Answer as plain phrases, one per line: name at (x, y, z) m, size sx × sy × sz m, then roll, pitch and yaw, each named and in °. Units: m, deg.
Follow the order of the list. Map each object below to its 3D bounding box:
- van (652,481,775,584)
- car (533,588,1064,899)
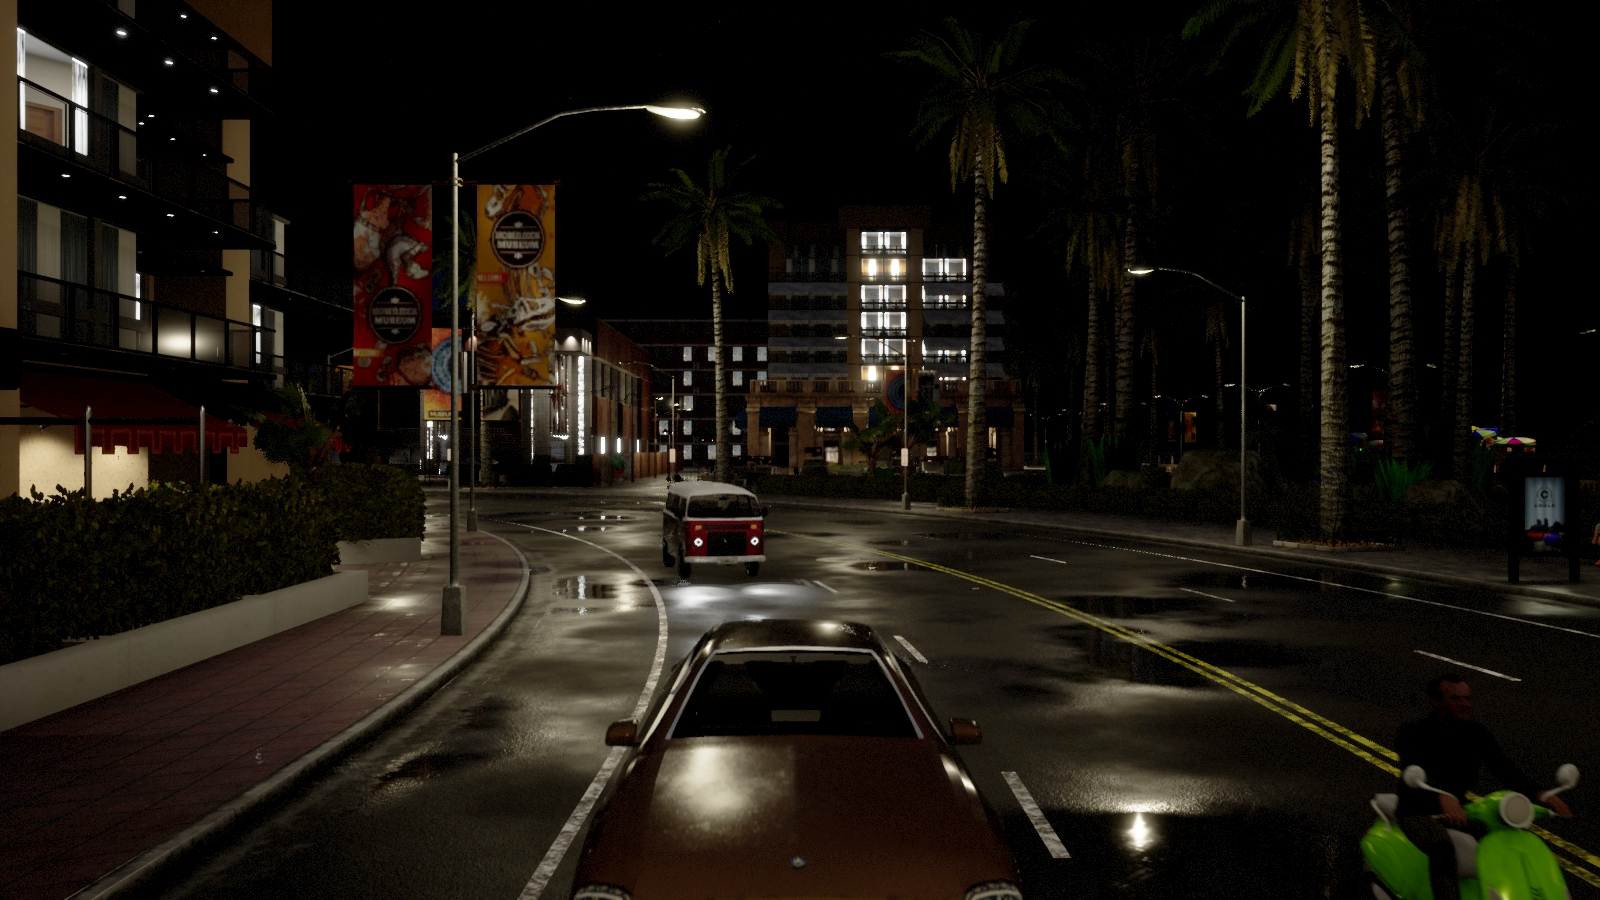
van at (-2.080, 1.782, 26.202) m, size 2.069 × 2.038 × 4.480 m, roll 0°, pitch 0°, yaw -14°
car at (-0.043, 1.992, 7.137) m, size 2.152 × 1.651 × 5.027 m, roll 0°, pitch 0°, yaw -1°
